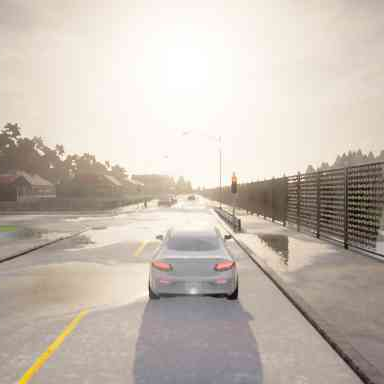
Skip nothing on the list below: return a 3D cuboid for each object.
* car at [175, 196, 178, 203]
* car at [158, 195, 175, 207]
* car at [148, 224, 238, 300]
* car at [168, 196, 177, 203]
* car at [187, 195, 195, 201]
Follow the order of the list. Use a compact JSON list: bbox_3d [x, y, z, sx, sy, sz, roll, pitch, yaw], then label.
[{"bbox_3d":[-4.195,1.352,61.740,2.097,1.767,4.553,0,0,0],"label":"car"},{"bbox_3d":[-4.205,1.478,51.810,1.882,1.535,5.008,0,0,0],"label":"car"},{"bbox_3d":[0.037,1.526,8.268,1.812,1.442,4.674,0,0,0],"label":"car"},{"bbox_3d":[-4.153,1.524,71.654,1.812,1.442,4.674,0,0,0],"label":"car"},{"bbox_3d":[-0.190,1.478,86.391,1.882,1.535,5.008,0,0,0],"label":"car"}]
